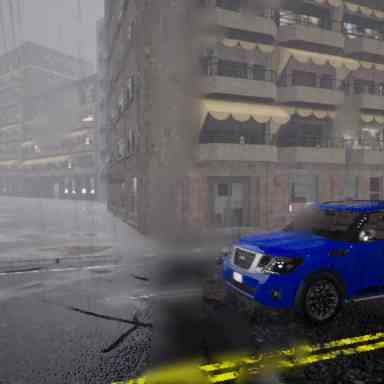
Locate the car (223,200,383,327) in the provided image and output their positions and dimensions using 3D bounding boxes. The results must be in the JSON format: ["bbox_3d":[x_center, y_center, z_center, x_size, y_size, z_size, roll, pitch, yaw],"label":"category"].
[{"bbox_3d":[3.456,1.221,7.088,5.566,2.045,2.150,0,0,-20],"label":"car"}]
